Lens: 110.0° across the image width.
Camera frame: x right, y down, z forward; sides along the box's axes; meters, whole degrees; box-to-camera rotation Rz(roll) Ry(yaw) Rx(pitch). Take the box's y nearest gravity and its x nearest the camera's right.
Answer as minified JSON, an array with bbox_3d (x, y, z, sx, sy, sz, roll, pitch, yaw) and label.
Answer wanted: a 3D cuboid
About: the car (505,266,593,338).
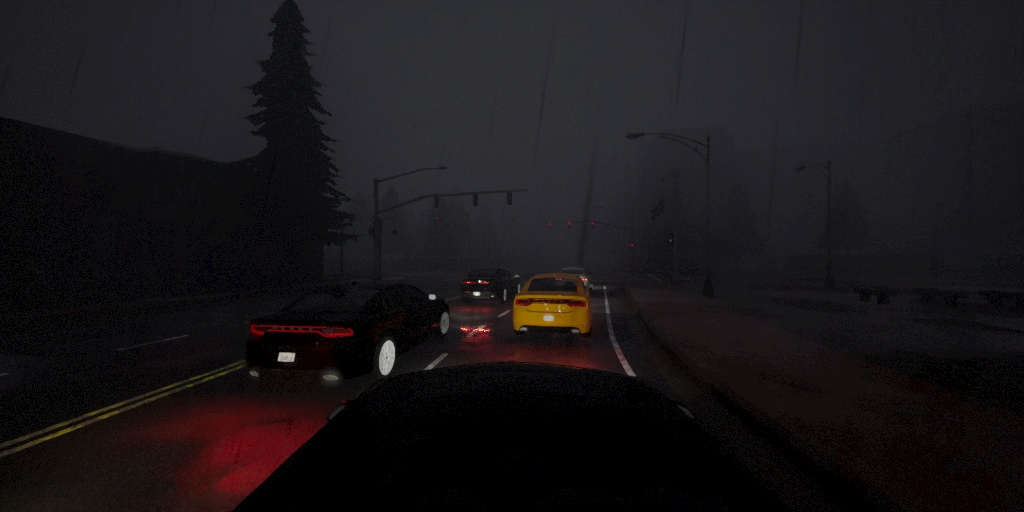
[{"bbox_3d":[1.301,1.228,10.377,1.882,1.535,5.008,0,0,11],"label":"car"}]

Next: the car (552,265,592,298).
[{"bbox_3d":[3.369,1.274,19.407,1.812,1.442,4.674,0,0,14],"label":"car"}]

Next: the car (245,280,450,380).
[{"bbox_3d":[-2.764,1.228,7.347,1.882,1.535,5.008,0,0,7],"label":"car"}]

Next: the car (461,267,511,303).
[{"bbox_3d":[-0.860,1.255,16.651,1.837,1.490,4.892,0,0,13],"label":"car"}]
